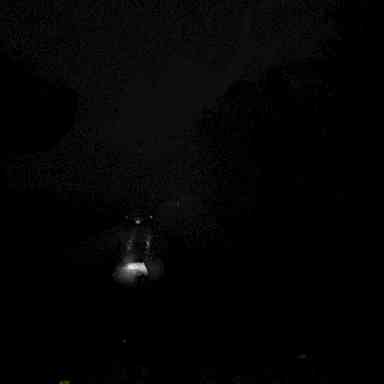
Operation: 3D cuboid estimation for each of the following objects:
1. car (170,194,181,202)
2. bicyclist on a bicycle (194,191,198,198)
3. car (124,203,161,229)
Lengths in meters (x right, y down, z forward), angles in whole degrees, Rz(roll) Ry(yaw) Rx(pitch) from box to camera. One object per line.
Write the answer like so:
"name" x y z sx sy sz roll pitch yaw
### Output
"car" -3.043 1.050 63.200 2.128 1.511 4.902 0 1 1
"bicyclist on a bicycle" 0.858 0.678 89.009 0.582 1.620 1.656 -6 0 2
"car" -3.104 1.465 21.556 2.128 1.511 4.902 0 0 0
